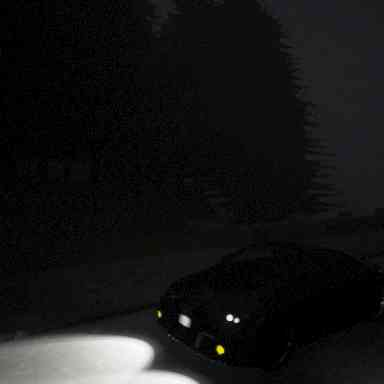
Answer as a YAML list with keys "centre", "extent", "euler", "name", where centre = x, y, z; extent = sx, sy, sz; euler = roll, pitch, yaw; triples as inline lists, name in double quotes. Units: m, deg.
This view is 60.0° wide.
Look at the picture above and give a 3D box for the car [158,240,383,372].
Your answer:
- centre: [1.527, 1.567, 5.688]
  extent: [4.181, 1.385, 1.994]
  euler: [0, 0, -35]
  name: "car"
